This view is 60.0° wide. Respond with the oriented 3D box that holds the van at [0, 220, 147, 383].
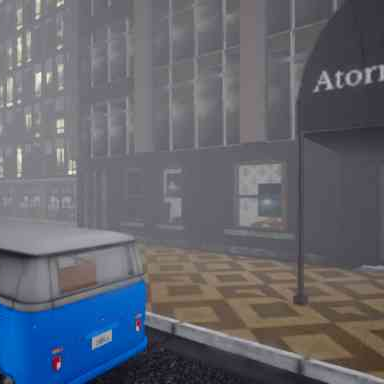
[{"bbox_3d":[-2.467,1.341,4.634,3.998,1.788,1.690,0,0,35],"label":"van"}]
